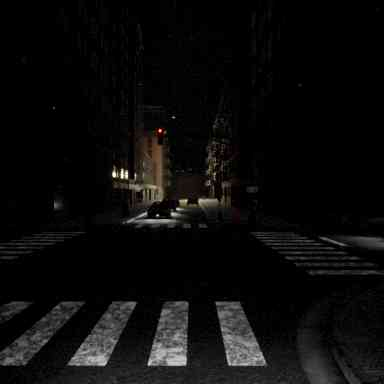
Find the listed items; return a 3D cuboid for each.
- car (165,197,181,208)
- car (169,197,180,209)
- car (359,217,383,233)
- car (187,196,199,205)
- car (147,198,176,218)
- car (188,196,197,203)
[{"bbox_3d":[-2.835,1.474,50.189,2.128,1.511,4.902,0,0,0],"label":"car"},{"bbox_3d":[-2.835,1.481,39.988,2.128,1.511,4.902,0,0,0],"label":"car"},{"bbox_3d":[11.637,1.554,17.861,4.829,1.417,1.752,0,0,0],"label":"car"},{"bbox_3d":[0.110,1.454,57.921,1.882,1.535,5.008,0,0,0],"label":"car"},{"bbox_3d":[-2.840,1.541,30.166,2.033,1.411,5.357,0,0,0],"label":"car"},{"bbox_3d":[0.112,1.490,69.958,1.812,1.442,4.674,0,0,0],"label":"car"}]
